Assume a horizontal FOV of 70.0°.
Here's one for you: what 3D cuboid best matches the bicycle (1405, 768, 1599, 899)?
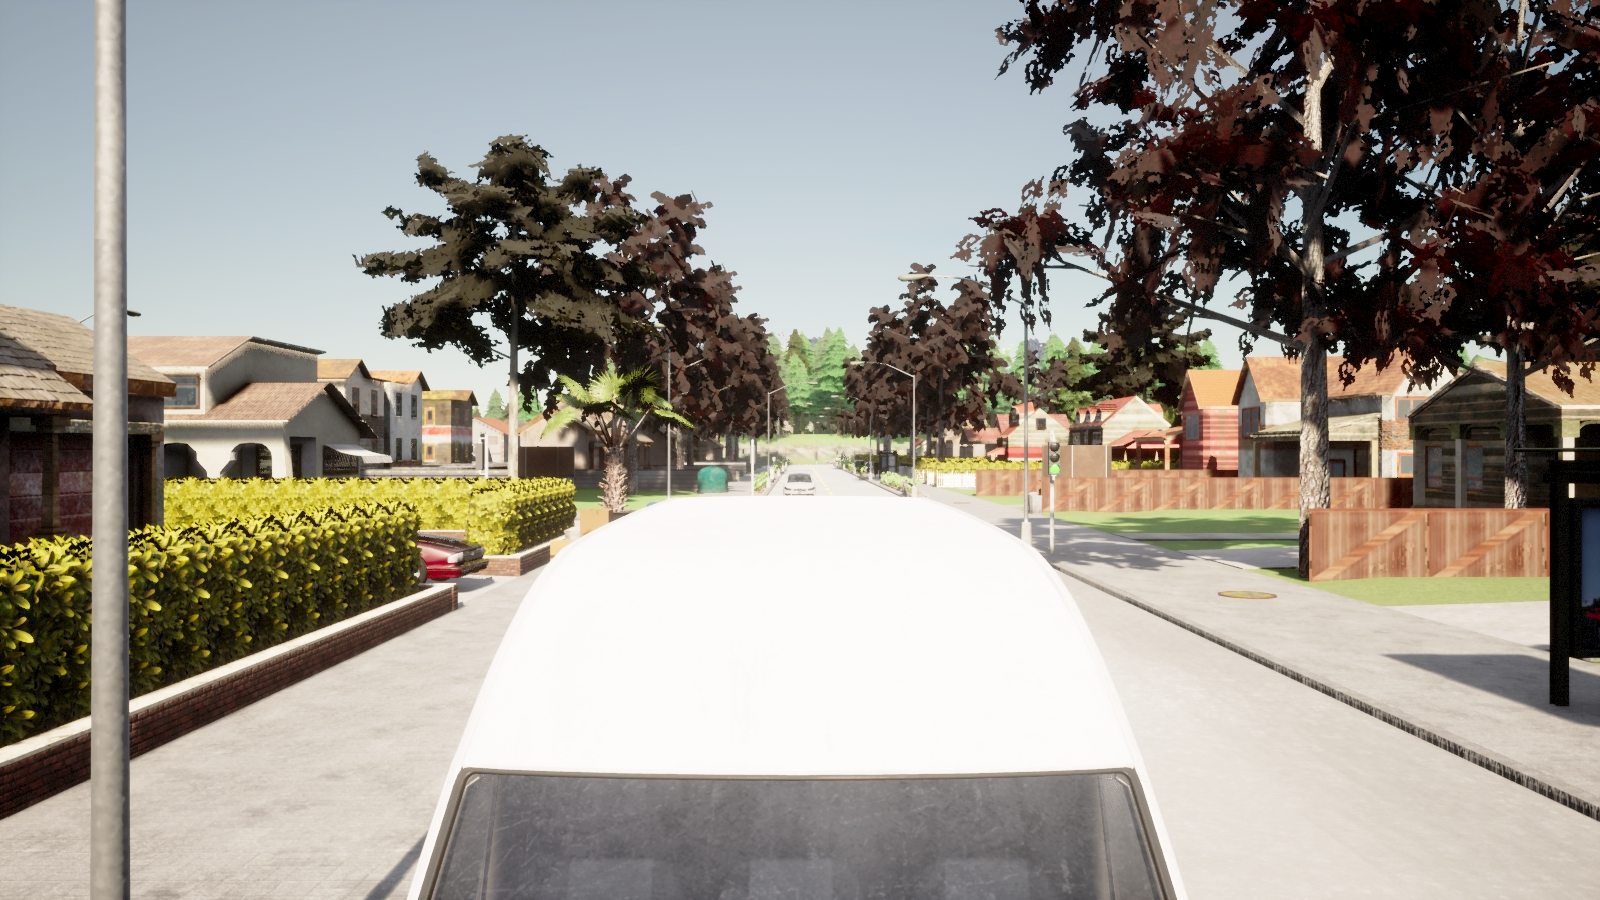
[{"bbox_3d":[2.687,2.062,3.843,0.329,1.471,1.835,0,0,0],"label":"bicycle"}]

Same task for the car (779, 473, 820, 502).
[{"bbox_3d":[-0.024,2.087,64.511,2.231,1.480,4.892,0,0,0],"label":"car"}]

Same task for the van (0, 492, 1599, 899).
[{"bbox_3d":[0.002,1.537,4.030,1.988,2.561,5.915,0,0,0],"label":"van"}]
